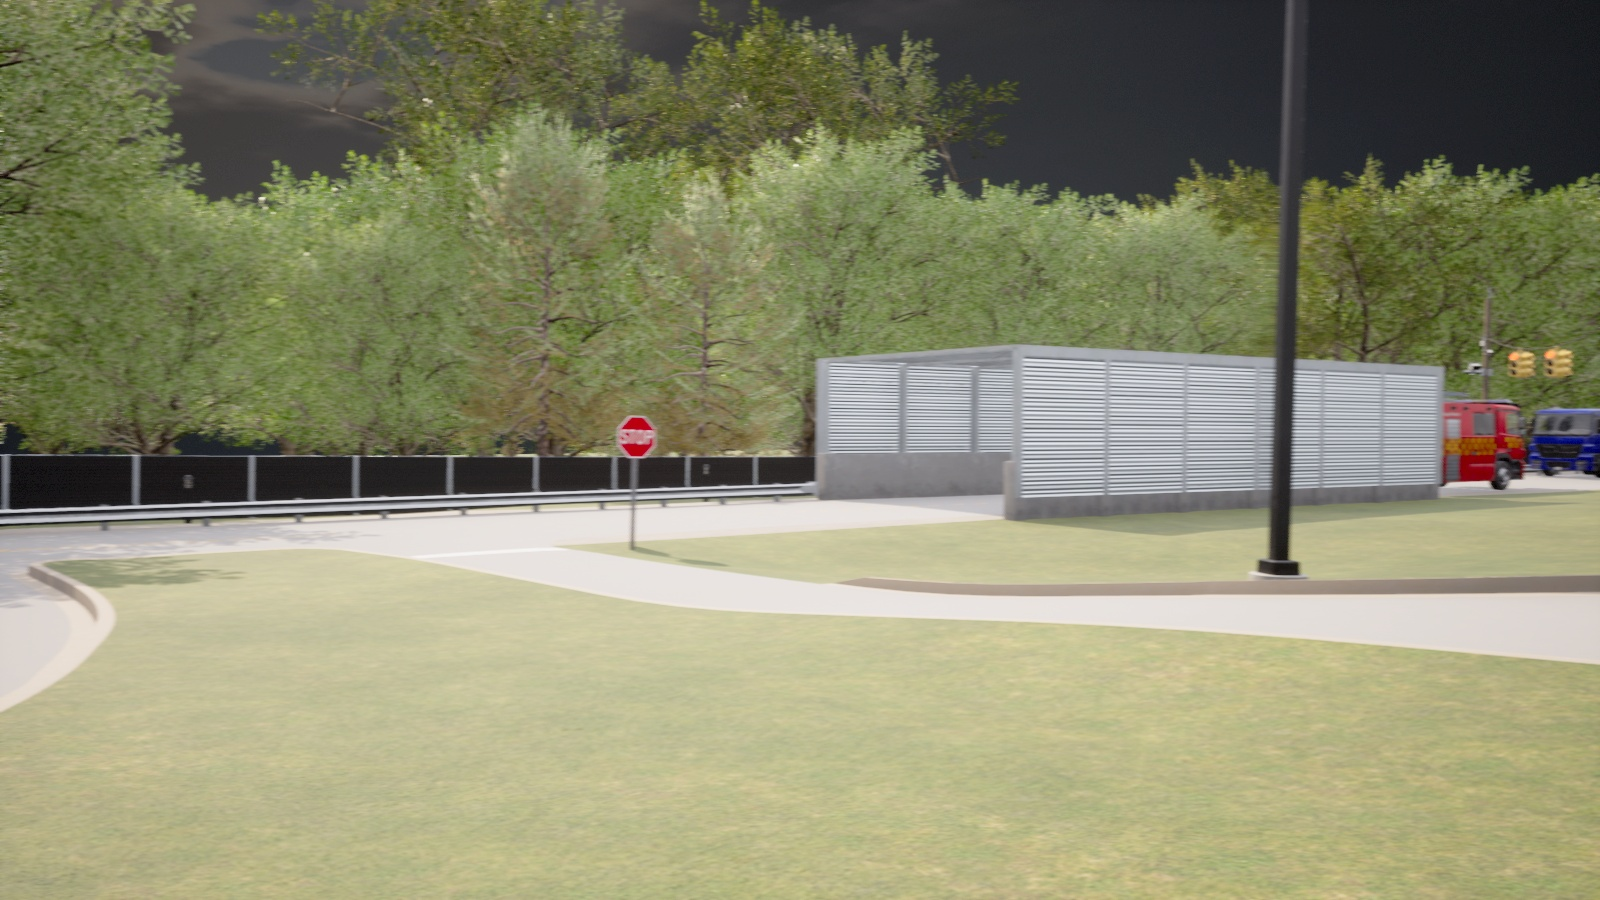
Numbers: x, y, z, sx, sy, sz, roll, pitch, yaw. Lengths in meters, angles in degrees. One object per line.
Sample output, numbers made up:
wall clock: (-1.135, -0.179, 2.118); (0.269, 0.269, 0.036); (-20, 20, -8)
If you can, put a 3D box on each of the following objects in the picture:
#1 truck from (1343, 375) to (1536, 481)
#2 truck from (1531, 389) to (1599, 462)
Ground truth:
truck: (24.868, -0.900, 48.667); (8.468, 3.827, 2.891); (-2, 2, -34)
truck: (40.189, -1.284, 62.857); (7.936, 3.462, 2.891); (-2, 1, -33)
